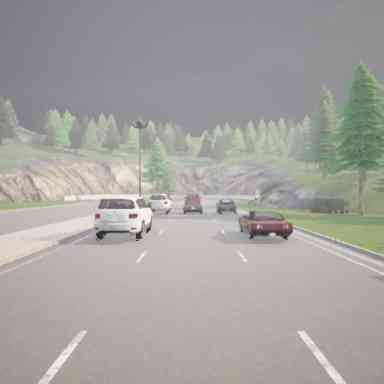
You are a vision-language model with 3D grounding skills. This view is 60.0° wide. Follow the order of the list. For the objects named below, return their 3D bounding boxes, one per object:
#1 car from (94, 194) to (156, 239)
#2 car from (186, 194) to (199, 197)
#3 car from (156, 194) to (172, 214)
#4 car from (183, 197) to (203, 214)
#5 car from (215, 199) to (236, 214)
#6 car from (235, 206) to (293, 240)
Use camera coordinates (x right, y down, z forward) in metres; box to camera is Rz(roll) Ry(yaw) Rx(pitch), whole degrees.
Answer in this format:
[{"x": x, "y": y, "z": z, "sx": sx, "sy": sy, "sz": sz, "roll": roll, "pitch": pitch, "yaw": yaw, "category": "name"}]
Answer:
[{"x": -3.399, "y": 1.221, "z": 17.271, "sx": 2.150, "sy": 2.045, "sz": 5.566, "roll": 0, "pitch": 0, "yaw": 0, "category": "car"}, {"x": 0.092, "y": 1.221, "z": 44.534, "sx": 2.150, "sy": 2.045, "sz": 5.566, "roll": 0, "pitch": 0, "yaw": 0, "category": "car"}, {"x": -3.400, "y": 1.223, "z": 35.583, "sx": 2.150, "sy": 2.045, "sz": 5.566, "roll": 0, "pitch": 0, "yaw": 0, "category": "car"}, {"x": 0.098, "y": 1.564, "z": 35.111, "sx": 1.994, "sy": 1.385, "sz": 4.181, "roll": 0, "pitch": 0, "yaw": 0, "category": "car"}, {"x": 3.600, "y": 1.491, "z": 35.576, "sx": 2.128, "sy": 1.511, "sz": 4.902, "roll": 0, "pitch": 0, "yaw": 0, "category": "car"}, {"x": 3.599, "y": 1.601, "z": 17.116, "sx": 1.895, "sy": 1.301, "sz": 4.718, "roll": 0, "pitch": 0, "yaw": 0, "category": "car"}]
